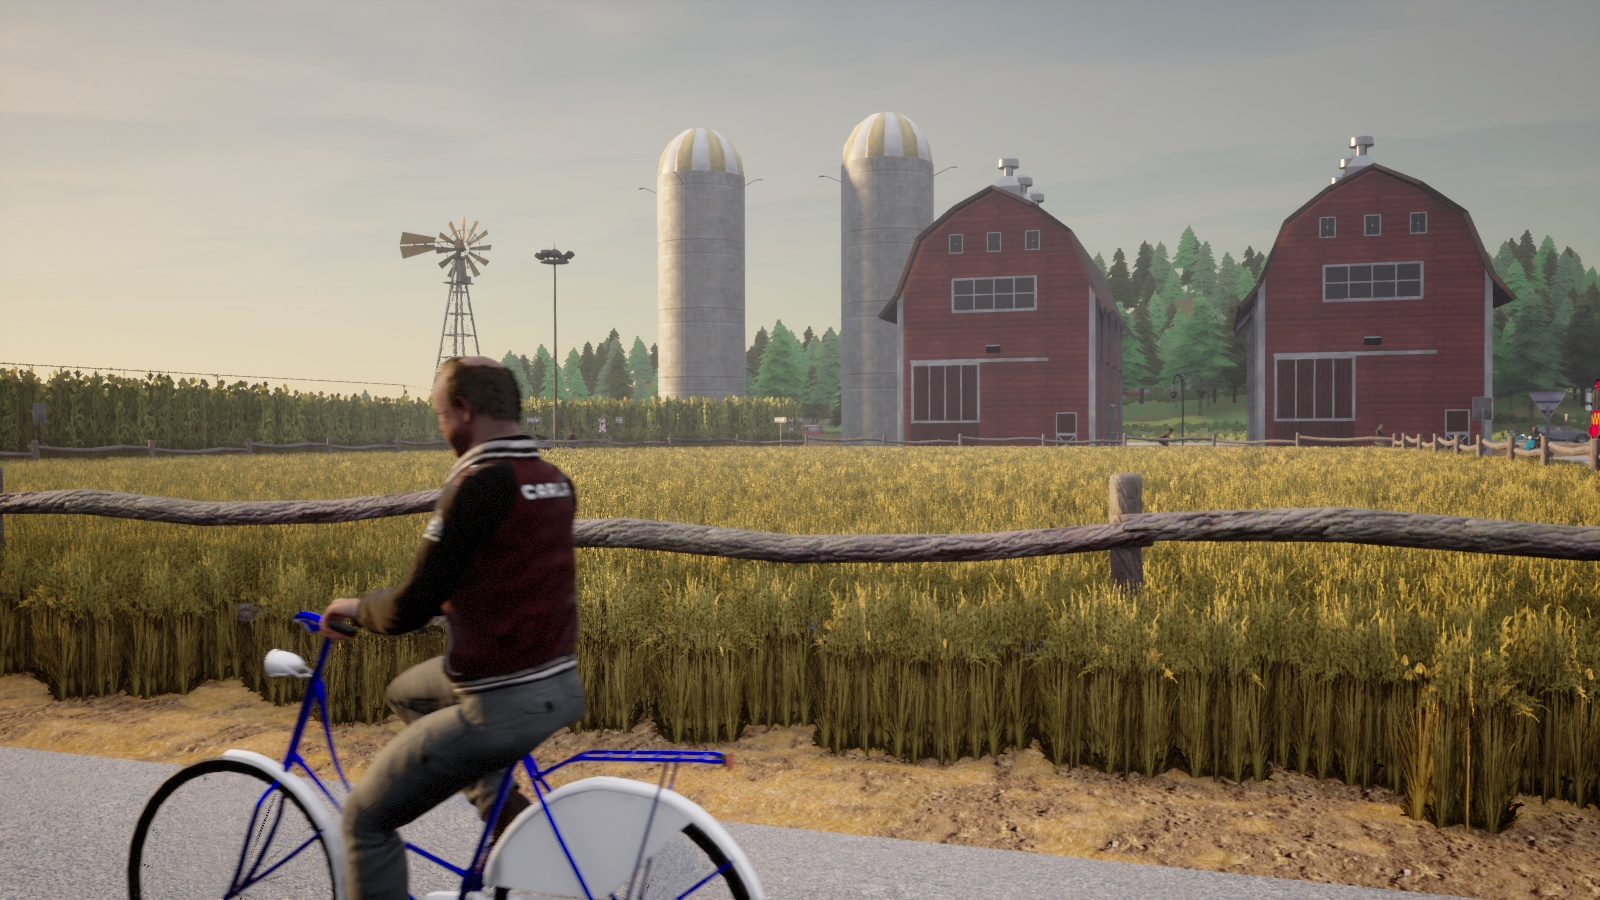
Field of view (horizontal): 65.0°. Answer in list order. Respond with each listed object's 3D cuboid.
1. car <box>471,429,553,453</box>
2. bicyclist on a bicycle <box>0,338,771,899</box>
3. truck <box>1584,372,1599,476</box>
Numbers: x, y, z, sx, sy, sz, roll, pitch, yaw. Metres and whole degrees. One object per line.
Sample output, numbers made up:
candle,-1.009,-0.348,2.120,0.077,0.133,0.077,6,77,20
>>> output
car,-18.621,-0.587,81.159,4.902,1.511,2.128,0,1,-21
bicyclist on a bicycle,-1.059,0.642,3.180,1.843,1.776,0.659,1,1,17
truck,30.183,-0.926,43.766,2.891,3.827,8.468,1,1,19
